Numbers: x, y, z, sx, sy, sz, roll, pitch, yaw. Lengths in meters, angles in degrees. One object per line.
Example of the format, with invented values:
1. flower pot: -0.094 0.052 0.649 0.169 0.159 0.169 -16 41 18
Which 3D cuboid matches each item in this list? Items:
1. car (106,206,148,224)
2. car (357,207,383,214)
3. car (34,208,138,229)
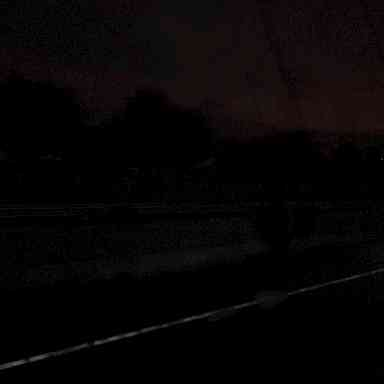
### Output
1. car: -5.155 1.633 21.813 4.674 1.442 1.812 1 -1 -35
2. car: 16.062 1.972 28.350 4.718 1.301 1.895 1 0 -35
3. car: -5.530 1.671 17.247 4.718 1.301 1.895 1 -1 -35
